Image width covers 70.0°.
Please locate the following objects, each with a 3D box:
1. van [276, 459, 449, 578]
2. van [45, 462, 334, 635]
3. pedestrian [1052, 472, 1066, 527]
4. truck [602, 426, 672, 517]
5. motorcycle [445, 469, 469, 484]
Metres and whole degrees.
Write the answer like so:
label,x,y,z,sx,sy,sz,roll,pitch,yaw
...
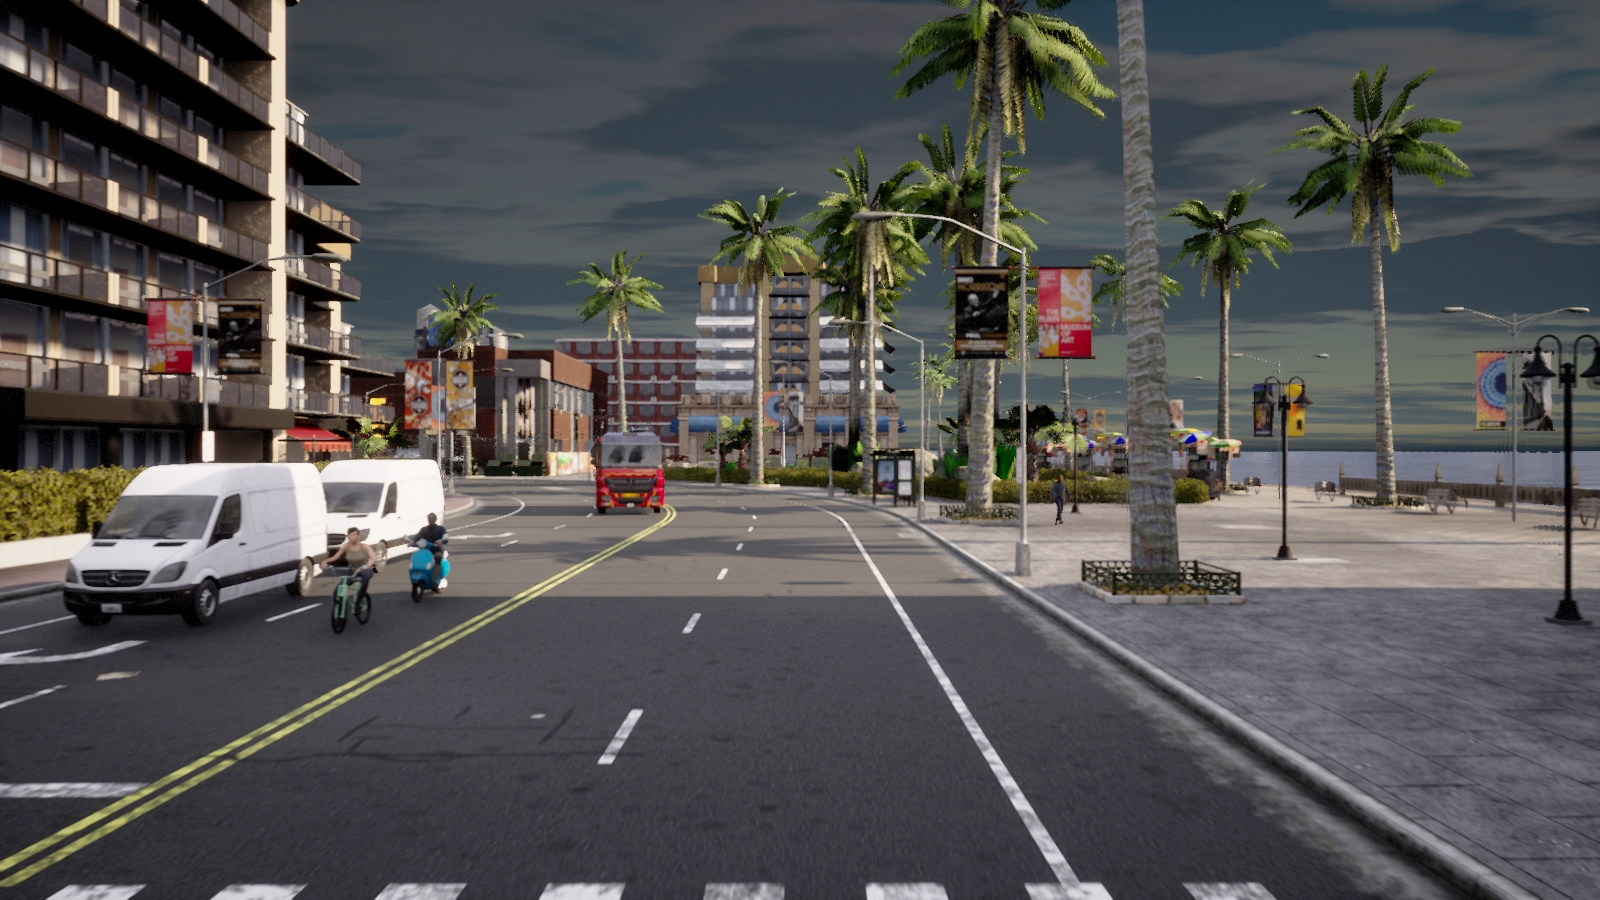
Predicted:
label,x,y,z,sx,sy,sz,roll,pitch,yaw
van,-10.500,1.534,28.007,1.988,2.561,5.915,0,0,0
van,-10.494,1.534,20.347,1.988,2.561,5.915,0,0,0
pedestrian,8.896,1.696,39.217,0.375,1.860,0.375,0,0,-7
truck,-7.606,0.890,52.404,2.891,3.827,8.468,0,0,-10
motorcycle,-28.383,2.182,94.562,1.805,1.236,0.856,0,0,-1
